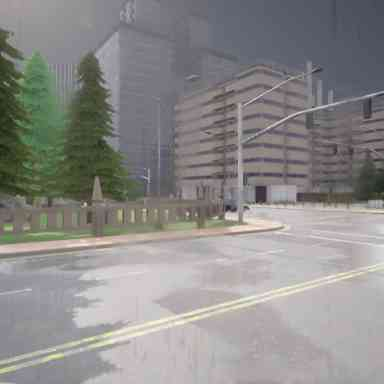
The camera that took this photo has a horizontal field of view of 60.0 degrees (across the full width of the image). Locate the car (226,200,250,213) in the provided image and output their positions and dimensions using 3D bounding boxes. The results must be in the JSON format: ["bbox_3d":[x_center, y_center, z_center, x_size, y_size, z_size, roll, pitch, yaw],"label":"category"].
[{"bbox_3d":[4.061,1.547,37.272,2.033,1.411,5.357,0,0,-35],"label":"car"}]
